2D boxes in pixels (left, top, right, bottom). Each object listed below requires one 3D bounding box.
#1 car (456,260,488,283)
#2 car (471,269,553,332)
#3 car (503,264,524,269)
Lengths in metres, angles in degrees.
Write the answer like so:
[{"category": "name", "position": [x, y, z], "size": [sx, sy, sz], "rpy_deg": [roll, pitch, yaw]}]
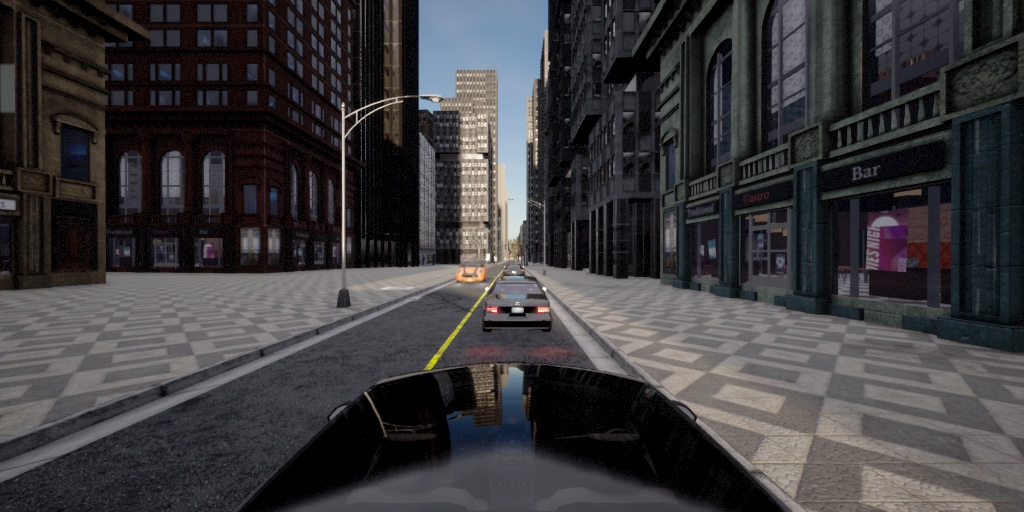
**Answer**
[{"category": "car", "position": [-3.035, 1.139, 28.008], "size": [2.097, 1.767, 4.553], "rpy_deg": [0, 0, 0]}, {"category": "car", "position": [0.124, 1.304, 10.838], "size": [2.033, 1.411, 5.357], "rpy_deg": [0, 0, 0]}, {"category": "car", "position": [0.178, 1.367, 32.484], "size": [1.994, 1.385, 4.181], "rpy_deg": [0, 0, 0]}]
